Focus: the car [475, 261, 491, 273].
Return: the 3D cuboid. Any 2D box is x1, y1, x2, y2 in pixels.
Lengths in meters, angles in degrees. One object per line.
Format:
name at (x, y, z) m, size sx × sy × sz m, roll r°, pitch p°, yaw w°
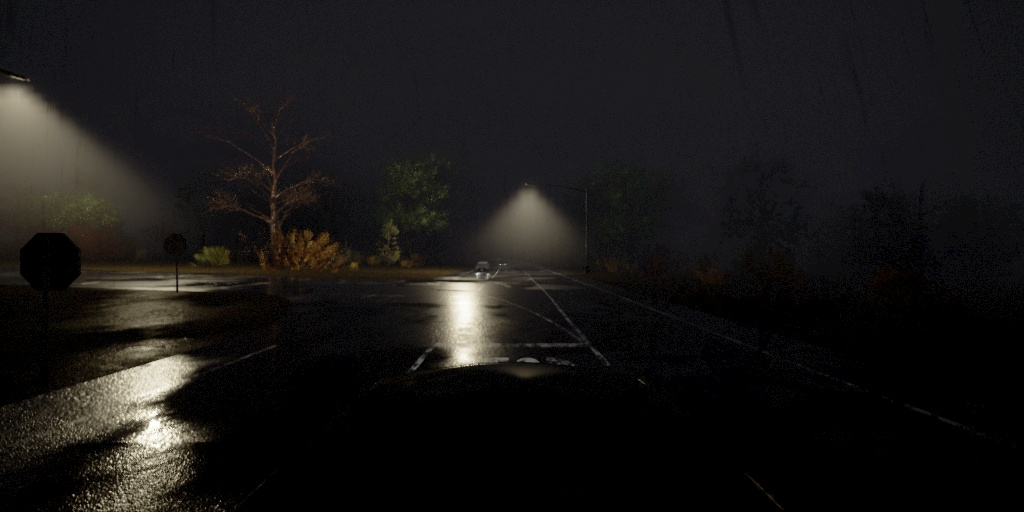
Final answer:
car at (-3.580, 1.312, 45.225) m, size 2.033 × 1.411 × 5.357 m, roll 0°, pitch 0°, yaw 0°
